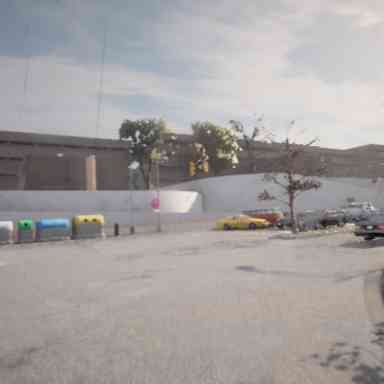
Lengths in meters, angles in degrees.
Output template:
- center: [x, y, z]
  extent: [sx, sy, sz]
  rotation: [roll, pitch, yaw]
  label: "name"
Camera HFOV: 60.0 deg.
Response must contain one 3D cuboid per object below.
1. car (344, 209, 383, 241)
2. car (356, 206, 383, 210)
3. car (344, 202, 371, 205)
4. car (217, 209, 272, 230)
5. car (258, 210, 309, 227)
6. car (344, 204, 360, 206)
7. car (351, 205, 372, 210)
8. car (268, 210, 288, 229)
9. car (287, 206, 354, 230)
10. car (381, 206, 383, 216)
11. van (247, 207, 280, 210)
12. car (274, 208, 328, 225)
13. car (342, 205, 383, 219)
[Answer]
- center: [10.531, 1.690, 17.007]
  extent: [5.357, 1.411, 2.033]
  rotation: [-1, -4, -31]
  label: "car"
- center: [18.325, 2.228, 32.020]
  extent: [4.181, 1.385, 1.994]
  rotation: [-1, -4, -29]
  label: "car"
- center: [20.155, 2.463, 42.467]
  extent: [5.566, 2.045, 2.435]
  rotation: [-7, -5, 39]
  label: "car"
- center: [4.989, 2.933, 33.131]
  extent: [5.366, 1.575, 1.946]
  rotation: [-7, -6, 39]
  label: "car"
- center: [9.938, 2.901, 36.321]
  extent: [4.792, 1.488, 2.163]
  rotation: [-7, -5, 39]
  label: "car"
- center: [17.637, 2.748, 40.909]
  extent: [5.008, 1.535, 2.097]
  rotation: [-7, -6, 39]
  label: "car"
- center: [17.626, 2.419, 35.082]
  extent: [4.674, 1.442, 1.812]
  rotation: [-1, -4, -31]
  label: "car"
- center: [9.687, 2.528, 30.357]
  extent: [4.892, 1.490, 1.837]
  rotation: [-1, -4, -31]
  label: "car"
- center: [10.657, 2.282, 27.459]
  extent: [4.902, 1.511, 2.128]
  rotation: [-1, -4, -31]
  label: "car"
- center: [30.435, 2.628, 48.550]
  extent: [4.674, 1.452, 2.002]
  rotation: [-7, -5, 39]
  label: "car"
- center: [7.481, 2.676, 34.721]
  extent: [4.442, 1.987, 1.878]
  rotation: [-7, -6, 39]
  label: "van"
- center: [12.375, 2.841, 37.954]
  extent: [5.366, 1.575, 1.946]
  rotation: [-7, -5, 39]
  label: "car"
- center: [22.754, 2.679, 43.975]
  extent: [4.892, 1.521, 2.231]
  rotation: [-7, -6, 39]
  label: "car"
